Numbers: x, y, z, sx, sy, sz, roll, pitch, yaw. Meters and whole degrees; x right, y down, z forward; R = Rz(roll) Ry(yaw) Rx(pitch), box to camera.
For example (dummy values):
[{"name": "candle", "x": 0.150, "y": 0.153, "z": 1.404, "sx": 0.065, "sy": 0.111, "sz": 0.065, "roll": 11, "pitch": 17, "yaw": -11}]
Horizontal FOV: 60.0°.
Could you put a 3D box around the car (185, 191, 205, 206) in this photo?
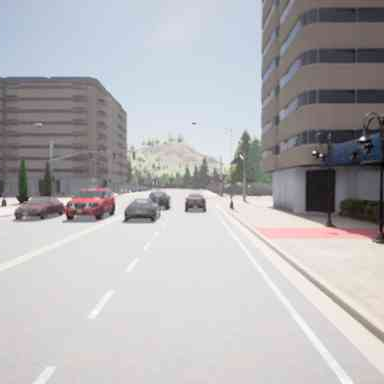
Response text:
[{"name": "car", "x": 0.349, "y": 0.692, "z": 39.085, "sx": 2.128, "sy": 1.511, "sz": 4.902, "roll": 0, "pitch": 1, "yaw": 1}]

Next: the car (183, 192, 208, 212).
[{"name": "car", "x": 0.315, "y": 0.896, "z": 29.728, "sx": 1.837, "sy": 1.490, "sz": 4.892, "roll": 0, "pitch": 1, "yaw": 1}]

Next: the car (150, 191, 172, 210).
[{"name": "car", "x": -3.119, "y": 0.696, "z": 31.738, "sx": 2.097, "sy": 1.767, "sz": 4.553, "roll": 0, "pitch": 1, "yaw": 0}]

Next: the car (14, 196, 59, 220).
[{"name": "car", "x": -10.303, "y": 1.045, "z": 22.896, "sx": 1.812, "sy": 1.442, "sz": 4.674, "roll": 0, "pitch": 1, "yaw": 1}]

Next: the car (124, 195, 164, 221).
[{"name": "car", "x": -3.208, "y": 1.103, "z": 22.150, "sx": 1.994, "sy": 1.385, "sz": 4.181, "roll": 0, "pitch": 1, "yaw": 1}]

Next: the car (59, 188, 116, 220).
[{"name": "car", "x": -6.801, "y": 0.761, "z": 22.912, "sx": 2.150, "sy": 2.045, "sz": 5.566, "roll": 0, "pitch": 1, "yaw": 1}]
